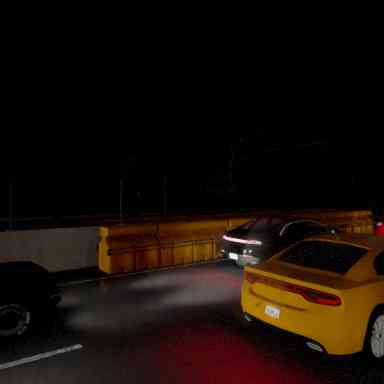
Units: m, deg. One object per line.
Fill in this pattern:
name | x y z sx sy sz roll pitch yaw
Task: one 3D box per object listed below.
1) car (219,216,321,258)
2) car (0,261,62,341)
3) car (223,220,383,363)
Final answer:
car | 3.074 1.491 10.240 4.902 1.511 2.128 0 0 -36
car | -4.502 1.601 4.833 4.718 1.301 1.895 0 0 -36
car | 3.111 1.478 5.969 5.008 1.535 1.882 0 0 -36
